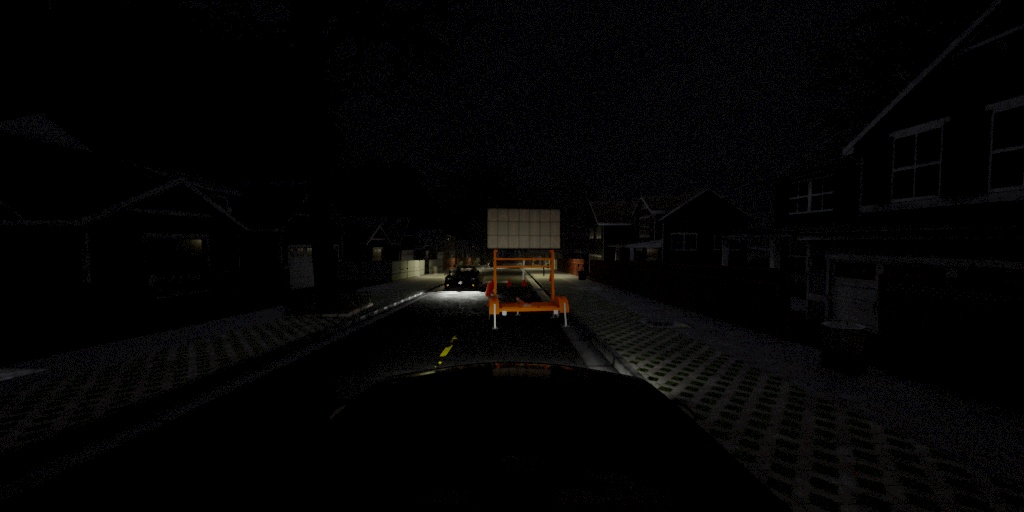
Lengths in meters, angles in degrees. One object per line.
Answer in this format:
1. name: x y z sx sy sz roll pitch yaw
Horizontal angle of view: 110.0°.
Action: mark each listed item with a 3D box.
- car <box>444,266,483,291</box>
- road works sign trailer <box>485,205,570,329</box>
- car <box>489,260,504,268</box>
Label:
1. car: -2.871 1.309 21.941 1.994 1.385 4.181 0 0 0
2. road works sign trailer: 0.351 0.209 11.333 2.380 3.560 2.880 0 0 -7
3. car: -2.885 1.340 62.685 1.812 1.442 4.674 0 0 0
